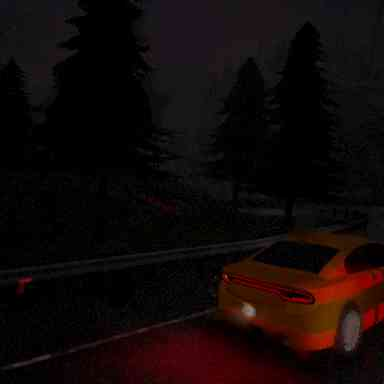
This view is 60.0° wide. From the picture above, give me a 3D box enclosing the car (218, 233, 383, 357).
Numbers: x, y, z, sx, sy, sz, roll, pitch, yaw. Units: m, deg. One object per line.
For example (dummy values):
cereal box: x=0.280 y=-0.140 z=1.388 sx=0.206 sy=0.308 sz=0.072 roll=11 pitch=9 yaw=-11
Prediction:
car: x=2.694 y=1.522 z=6.220 sx=5.008 sy=1.535 sz=1.882 roll=1 pitch=0 yaw=-40
